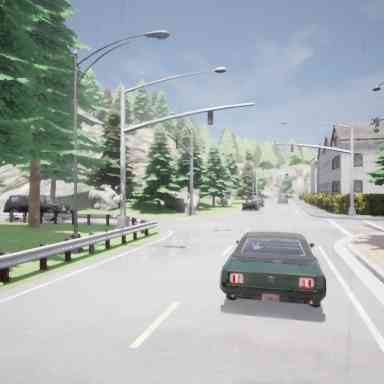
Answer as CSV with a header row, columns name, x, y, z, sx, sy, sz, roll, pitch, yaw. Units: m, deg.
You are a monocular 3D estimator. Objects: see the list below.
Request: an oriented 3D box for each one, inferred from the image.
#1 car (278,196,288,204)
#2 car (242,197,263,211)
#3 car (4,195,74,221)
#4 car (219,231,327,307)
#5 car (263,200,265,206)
name,x,y,z,sx,sy,sz,roll,pitch,yaw
car,17.362,1.547,63.527,2.033,1.411,5.357,0,0,16
car,7.332,1.601,41.207,1.895,1.301,4.718,0,0,16
car,-12.367,1.237,26.911,5.566,2.045,2.150,0,0,15
car,1.986,1.601,8.067,1.895,1.301,4.718,0,0,15
car,10.072,1.491,51.024,2.128,1.511,4.902,0,0,16
